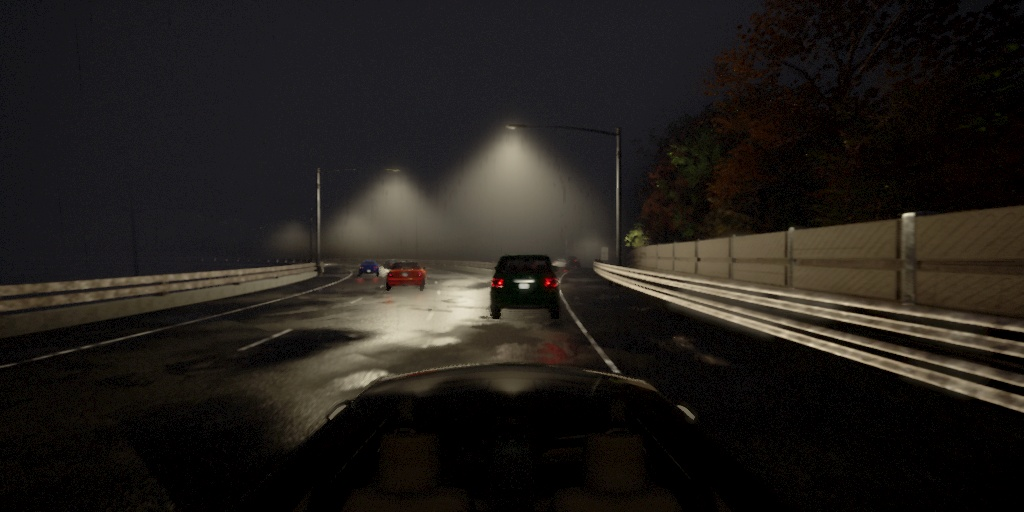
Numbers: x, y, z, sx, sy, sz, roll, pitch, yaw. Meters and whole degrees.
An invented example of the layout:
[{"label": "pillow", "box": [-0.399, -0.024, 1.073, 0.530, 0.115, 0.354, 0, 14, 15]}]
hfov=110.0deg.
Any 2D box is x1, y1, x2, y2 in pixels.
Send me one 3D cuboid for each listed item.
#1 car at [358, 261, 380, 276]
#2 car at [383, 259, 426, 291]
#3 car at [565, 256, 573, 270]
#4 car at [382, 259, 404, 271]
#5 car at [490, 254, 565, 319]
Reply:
[{"label": "car", "box": [-14.027, 1.189, 35.274, 1.812, 1.442, 4.674, 0, 0, -20]}, {"label": "car", "box": [-6.336, 1.050, 21.833, 2.097, 1.767, 4.553, 0, 0, -12]}, {"label": "car", "box": [7.185, 1.158, 51.052, 1.812, 1.442, 4.674, 0, 0, 15]}, {"label": "car", "box": [-16.244, 1.176, 48.751, 2.033, 1.411, 5.357, 0, 0, -28]}, {"label": "car", "box": [0.512, 0.942, 12.914, 2.150, 2.045, 5.566, 0, 0, 3]}]
